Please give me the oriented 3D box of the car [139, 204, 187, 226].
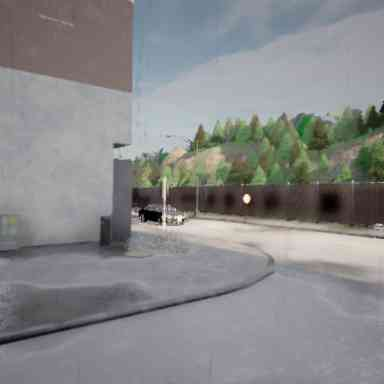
[{"bbox_3d":[-2.267,1.672,24.920,2.128,1.511,4.902,1,0,-35],"label":"car"}]
